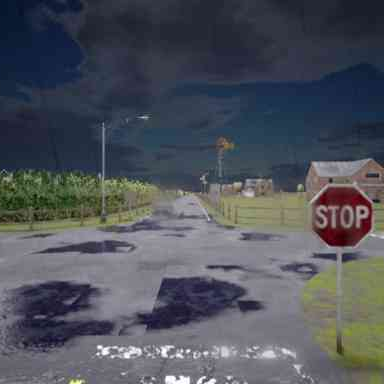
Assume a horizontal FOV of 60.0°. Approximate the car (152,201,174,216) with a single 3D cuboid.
[{"bbox_3d":[-2.724,1.572,32.239,2.033,1.411,5.357,0,0,0],"label":"car"}]
